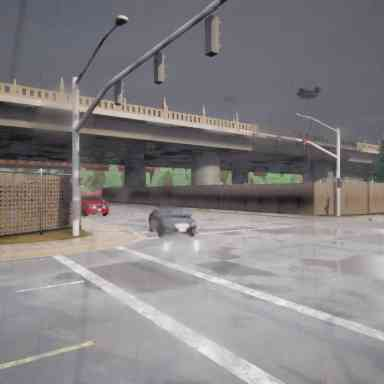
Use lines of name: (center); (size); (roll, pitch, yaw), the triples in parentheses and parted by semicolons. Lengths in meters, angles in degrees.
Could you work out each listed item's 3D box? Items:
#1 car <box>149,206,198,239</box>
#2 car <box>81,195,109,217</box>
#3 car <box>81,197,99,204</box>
car: (-1.134, 1.534, 17.911); (2.128, 1.511, 4.902); (0, -1, -17)
car: (-9.954, 1.277, 32.249); (2.150, 2.045, 5.566); (0, 0, -36)
car: (-19.747, 1.619, 64.291); (1.994, 1.385, 4.181); (0, 0, -36)
